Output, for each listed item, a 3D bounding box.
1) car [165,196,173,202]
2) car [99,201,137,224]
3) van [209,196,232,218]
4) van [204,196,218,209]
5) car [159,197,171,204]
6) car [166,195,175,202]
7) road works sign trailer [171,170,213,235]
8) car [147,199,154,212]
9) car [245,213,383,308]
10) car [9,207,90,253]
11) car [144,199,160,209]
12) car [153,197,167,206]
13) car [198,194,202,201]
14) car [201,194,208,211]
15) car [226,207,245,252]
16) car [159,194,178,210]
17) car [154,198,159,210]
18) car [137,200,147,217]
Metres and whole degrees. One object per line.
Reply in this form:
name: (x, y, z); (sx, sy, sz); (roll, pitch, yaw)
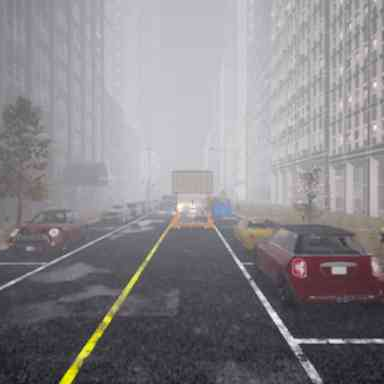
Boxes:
car: (-5.688, 1.775, 81.892); (1.802, 1.307, 4.206); (-1, 0, 0)
car: (-5.695, 1.611, 25.056); (2.008, 1.369, 4.403); (-1, 0, 0)
van: (2.684, 1.414, 30.739); (1.690, 1.788, 3.998); (-1, 0, 0)
van: (2.686, 1.455, 47.790); (1.690, 1.788, 3.998); (-1, 0, 0)
car: (-5.689, 1.718, 70.524); (2.008, 1.369, 4.403); (-1, 0, 0)
car: (-5.688, 1.647, 87.576); (1.967, 1.590, 4.097); (-1, 0, 0)
road works sign trailer: (0.017, 0.510, 19.108); (2.380, 3.560, 2.880); (0, 0, 0)
car: (-5.694, 1.632, 36.423); (1.887, 1.381, 4.507); (-1, 0, 0)
car: (2.682, 1.459, 8.004); (1.967, 1.590, 4.097); (-1, 0, 0)
car: (-5.697, 1.473, 13.689); (1.967, 1.590, 4.097); (-1, 0, 0)
car: (-5.692, 1.696, 47.790); (1.802, 1.307, 4.206); (-1, 0, 0)
car: (-5.691, 1.692, 59.158); (2.008, 1.369, 4.403); (-1, 0, 0)
car: (2.691, 1.718, 70.523); (2.008, 1.369, 4.403); (-1, 0, 0)
car: (2.685, 1.415, 42.106); (2.192, 1.841, 5.009); (-1, 0, 0)
car: (2.684, 1.558, 13.857); (1.752, 1.417, 4.829); (-1, 0, 0)
car: (-3.085, 1.324, 44.009); (2.150, 2.045, 5.566); (0, 0, 0)
car: (-5.694, 1.651, 42.107); (2.008, 1.369, 4.403); (-1, 0, 0)
car: (-5.694, 1.639, 30.739); (1.947, 1.339, 4.313); (-1, 0, 0)
